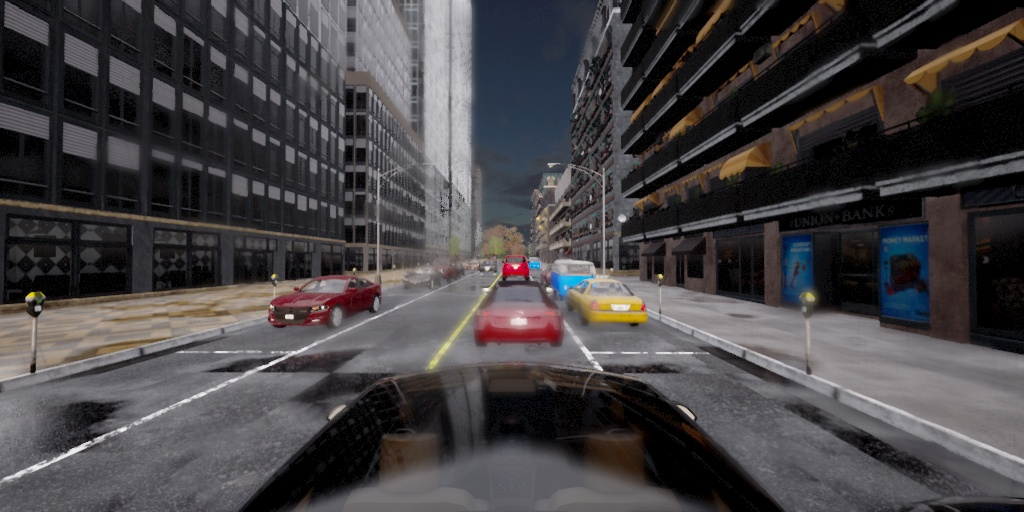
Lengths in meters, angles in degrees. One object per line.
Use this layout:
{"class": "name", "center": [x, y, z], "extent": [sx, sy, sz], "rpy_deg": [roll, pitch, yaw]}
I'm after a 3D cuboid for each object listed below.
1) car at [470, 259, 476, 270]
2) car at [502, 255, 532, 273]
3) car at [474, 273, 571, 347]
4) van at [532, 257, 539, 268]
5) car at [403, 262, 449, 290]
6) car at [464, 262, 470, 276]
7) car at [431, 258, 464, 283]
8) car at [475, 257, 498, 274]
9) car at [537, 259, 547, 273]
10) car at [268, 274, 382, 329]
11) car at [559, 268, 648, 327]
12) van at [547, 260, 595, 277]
{"class": "car", "center": [-5.305, 1.198, 50.911], "extent": [1.967, 1.591, 4.097], "rpy_deg": [0, 0, 0]}
{"class": "car", "center": [0.318, 0.976, 30.070], "extent": [2.150, 2.045, 5.566], "rpy_deg": [0, 0, 1]}
{"class": "car", "center": [0.157, 1.315, 9.319], "extent": [1.994, 1.385, 4.181], "rpy_deg": [0, 0, 0]}
{"class": "van", "center": [3.076, 1.099, 50.852], "extent": [1.690, 1.789, 3.998], "rpy_deg": [0, 0, 0]}
{"class": "car", "center": [-5.527, 1.303, 22.625], "extent": [2.007, 1.370, 4.403], "rpy_deg": [0, 0, 0]}
{"class": "car", "center": [-5.438, 1.321, 33.939], "extent": [1.948, 1.339, 4.313], "rpy_deg": [0, 0, 0]}
{"class": "car", "center": [-5.483, 1.069, 28.282], "extent": [2.192, 1.841, 5.009], "rpy_deg": [0, 0, 0]}
{"class": "car", "center": [-2.726, 1.248, 42.518], "extent": [2.128, 1.511, 4.902], "rpy_deg": [0, 0, 1]}
{"class": "car", "center": [2.853, 1.193, 22.566], "extent": [1.967, 1.591, 4.097], "rpy_deg": [0, 0, 0]}
{"class": "car", "center": [-5.616, 1.296, 11.311], "extent": [1.888, 1.381, 4.507], "rpy_deg": [0, 0, 0]}
{"class": "car", "center": [2.766, 1.277, 11.422], "extent": [1.751, 1.417, 4.829], "rpy_deg": [0, 0, 0]}
{"class": "van", "center": [2.809, 1.093, 16.909], "extent": [1.690, 1.789, 3.998], "rpy_deg": [0, 0, 0]}
